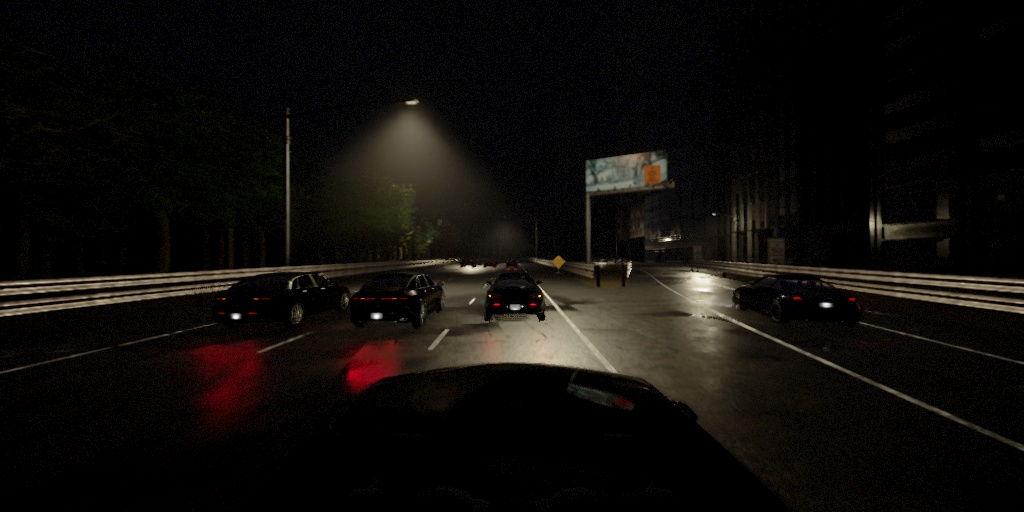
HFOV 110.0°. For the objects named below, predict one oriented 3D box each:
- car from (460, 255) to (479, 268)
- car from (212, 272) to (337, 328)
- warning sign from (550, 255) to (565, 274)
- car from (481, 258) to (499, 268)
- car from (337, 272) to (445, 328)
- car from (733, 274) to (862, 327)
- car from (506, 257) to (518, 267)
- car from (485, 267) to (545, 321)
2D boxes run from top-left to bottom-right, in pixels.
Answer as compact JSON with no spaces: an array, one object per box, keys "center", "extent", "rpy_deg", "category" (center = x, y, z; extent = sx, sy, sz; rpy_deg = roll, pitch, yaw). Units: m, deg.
[{"center":[-7.019,0.882,57.830],"extent":[2.150,2.045,5.566],"rpy_deg":[0,0,0],"category":"car"},{"center":[-6.903,1.254,11.387],"extent":[1.837,1.490,4.892],"rpy_deg":[0,0,0],"category":"car"},{"center":[4.538,0.830,34.833],"extent":[1.300,1.860,1.060],"rpy_deg":[0,0,0],"category":"warning sign"},{"center":[-3.520,1.138,57.803],"extent":[1.882,1.535,5.008],"rpy_deg":[0,0,0],"category":"car"},{"center":[-3.402,1.254,11.426],"extent":[1.837,1.490,4.892],"rpy_deg":[0,0,0],"category":"car"},{"center":[8.882,1.285,11.604],"extent":[1.994,1.385,4.181],"rpy_deg":[0,0,12],"category":"car"},{"center":[-0.019,1.152,57.804],"extent":[2.128,1.511,4.902],"rpy_deg":[0,0,0],"category":"car"},{"center":[0.082,1.274,12.401],"extent":[1.812,1.442,4.674],"rpy_deg":[0,0,0],"category":"car"}]
